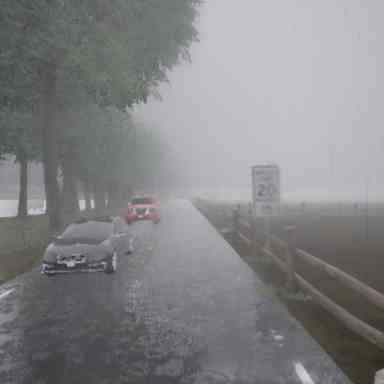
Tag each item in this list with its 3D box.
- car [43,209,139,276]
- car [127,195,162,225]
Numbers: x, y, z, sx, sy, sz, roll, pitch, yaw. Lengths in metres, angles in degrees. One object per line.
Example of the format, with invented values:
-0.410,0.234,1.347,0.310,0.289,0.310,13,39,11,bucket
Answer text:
-3.094,1.555,10.738,1.837,1.490,4.892,-1,0,-1,car
-3.498,1.279,24.961,2.150,2.045,5.566,-1,0,-2,car
